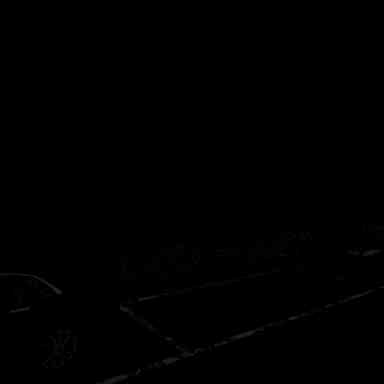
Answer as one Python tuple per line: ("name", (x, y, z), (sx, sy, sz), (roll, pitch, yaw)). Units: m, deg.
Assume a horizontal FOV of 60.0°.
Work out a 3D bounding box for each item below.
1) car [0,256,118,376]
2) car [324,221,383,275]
("car", (-3.108, 1.551, 3.976), (4.403, 1.369, 2.008), (0, 0, -35))
("car", (5.893, 1.580, 10.365), (4.206, 1.307, 1.802), (0, 0, -35))
